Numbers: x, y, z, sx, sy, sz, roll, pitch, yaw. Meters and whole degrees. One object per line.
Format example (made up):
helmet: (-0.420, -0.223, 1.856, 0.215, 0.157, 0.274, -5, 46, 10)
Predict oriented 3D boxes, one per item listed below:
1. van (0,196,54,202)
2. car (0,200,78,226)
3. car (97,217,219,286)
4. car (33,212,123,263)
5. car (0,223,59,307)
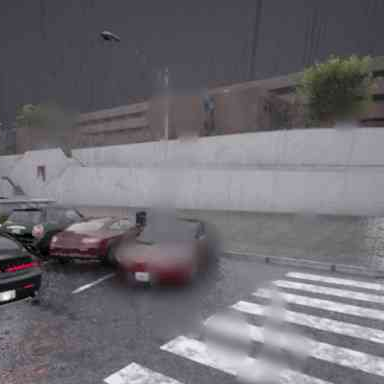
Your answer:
van: (-7.730, 1.273, 15.136, 1.878, 1.987, 4.442, 0, -1, 15)
car: (-5.341, 1.370, 13.260, 2.185, 1.767, 4.553, 0, -1, 15)
car: (-0.462, 1.522, 9.782, 2.163, 1.488, 4.792, 1, -1, 15)
car: (-2.907, 1.534, 11.553, 2.002, 1.452, 4.674, 0, -1, 16)
car: (-5.110, 1.509, 7.024, 4.892, 1.490, 1.837, 0, 0, 36)
